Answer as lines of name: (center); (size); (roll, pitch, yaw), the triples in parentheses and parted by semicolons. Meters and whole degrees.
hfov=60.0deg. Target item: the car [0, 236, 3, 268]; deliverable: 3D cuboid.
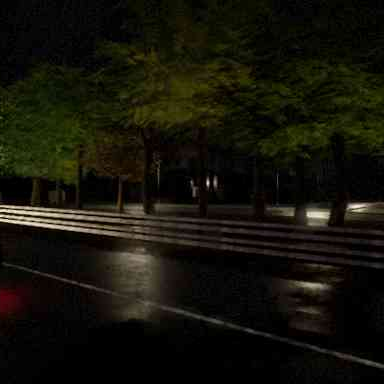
car: (-7.088, 1.387, 9.046); (5.008, 1.535, 1.882); (1, 0, 35)
